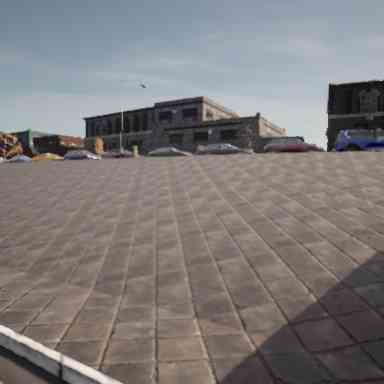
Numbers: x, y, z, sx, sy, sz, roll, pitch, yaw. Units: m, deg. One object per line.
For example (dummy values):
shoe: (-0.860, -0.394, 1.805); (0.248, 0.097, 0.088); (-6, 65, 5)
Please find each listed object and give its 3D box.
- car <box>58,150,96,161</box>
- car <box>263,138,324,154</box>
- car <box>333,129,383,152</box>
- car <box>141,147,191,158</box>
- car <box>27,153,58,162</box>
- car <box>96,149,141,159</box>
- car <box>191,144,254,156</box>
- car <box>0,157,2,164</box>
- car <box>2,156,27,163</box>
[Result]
car: (-11.861, -3.789, 36.185); (4.553, 1.767, 2.185); (1, 1, 31)
car: (7.907, -3.360, 25.874); (4.553, 1.767, 2.185); (1, 1, 26)
car: (13.007, -3.342, 23.534); (5.566, 2.045, 2.435); (2, 1, 25)
car: (-2.005, -3.418, 30.776); (4.674, 1.452, 2.002); (1, 1, 28)
car: (-16.614, -3.765, 39.002); (5.008, 1.535, 2.097); (1, 1, 32)
car: (-6.869, -3.530, 33.384); (4.792, 1.488, 2.163); (1, 1, 29)
car: (2.826, -3.357, 28.317); (4.892, 1.521, 2.231); (1, 1, 27)
car: (-25.973, -3.964, 44.961); (4.892, 1.521, 2.231); (1, 1, 34)
car: (-21.326, -3.827, 41.932); (4.674, 1.452, 2.002); (1, 1, 33)
